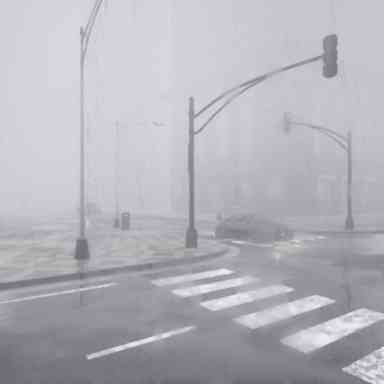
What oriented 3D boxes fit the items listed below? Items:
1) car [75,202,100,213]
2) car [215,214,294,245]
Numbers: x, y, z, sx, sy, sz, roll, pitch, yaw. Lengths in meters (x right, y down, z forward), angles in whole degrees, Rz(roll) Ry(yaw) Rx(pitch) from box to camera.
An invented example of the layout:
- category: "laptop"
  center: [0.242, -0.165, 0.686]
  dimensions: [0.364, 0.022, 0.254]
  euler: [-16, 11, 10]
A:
- category: "car"
  center: [-11.991, 1.955, 38.115]
  dimensions: [1.837, 1.490, 4.892]
  euler: [0, -1, -35]
- category: "car"
  center: [3.050, 1.811, 16.970]
  dimensions: [1.994, 1.385, 4.181]
  euler: [-1, -1, -35]
